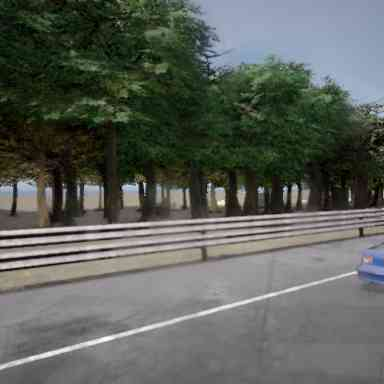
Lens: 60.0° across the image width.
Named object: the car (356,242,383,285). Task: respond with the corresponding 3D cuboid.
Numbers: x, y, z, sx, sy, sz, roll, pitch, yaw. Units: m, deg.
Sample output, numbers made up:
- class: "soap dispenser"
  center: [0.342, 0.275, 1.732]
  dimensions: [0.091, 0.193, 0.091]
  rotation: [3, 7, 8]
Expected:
- class: "car"
  center: [6.265, 1.555, 8.320]
  dimensions: [5.357, 1.411, 2.033]
  rotation: [0, 0, -35]
